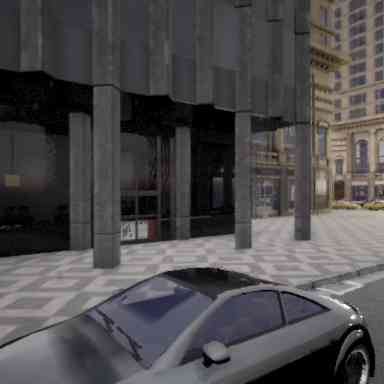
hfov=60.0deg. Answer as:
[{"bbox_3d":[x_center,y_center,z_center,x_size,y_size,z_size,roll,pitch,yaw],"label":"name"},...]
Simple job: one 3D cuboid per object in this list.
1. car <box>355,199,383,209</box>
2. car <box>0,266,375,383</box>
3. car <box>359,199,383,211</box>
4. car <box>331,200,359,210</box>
[{"bbox_3d":[27.655,1.816,51.172,1.947,1.339,4.313,-1,0,-35],"label":"car"},{"bbox_3d":[0.003,1.562,3.377,4.181,1.385,1.994,0,0,-35],"label":"car"},{"bbox_3d":[24.007,1.736,41.576,1.752,1.417,4.829,-1,0,-35],"label":"car"},{"bbox_3d":[20.803,1.810,46.095,1.752,1.417,4.829,-1,0,-35],"label":"car"}]
